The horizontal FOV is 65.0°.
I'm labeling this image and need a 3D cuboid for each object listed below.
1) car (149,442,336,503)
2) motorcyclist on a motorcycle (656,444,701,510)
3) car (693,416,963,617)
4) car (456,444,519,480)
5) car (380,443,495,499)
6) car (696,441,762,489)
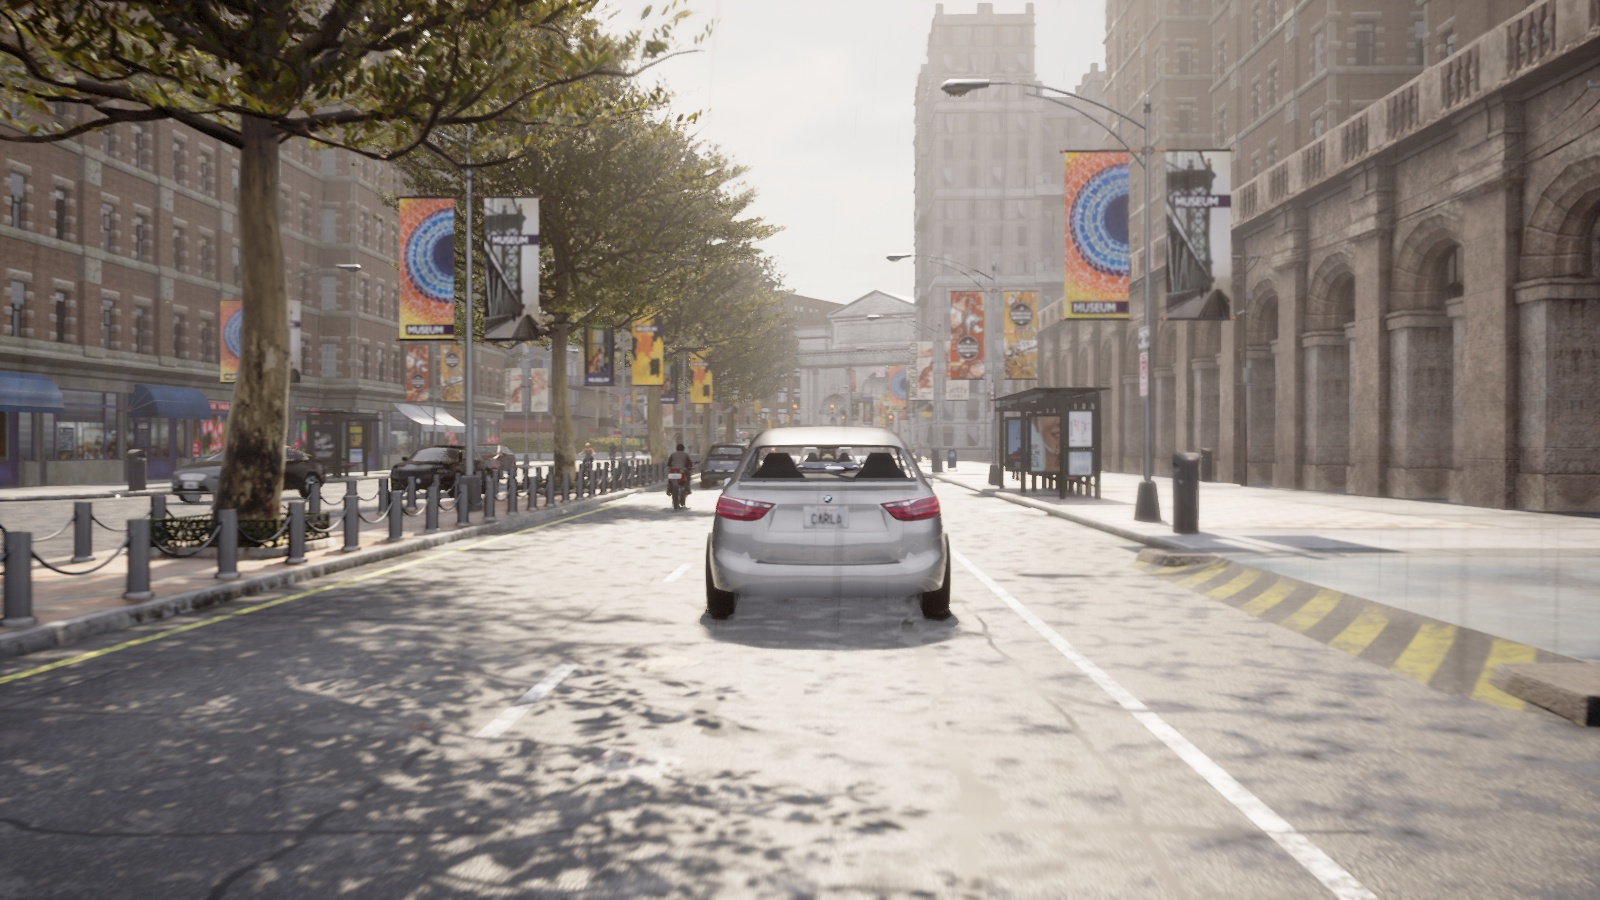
[{"bbox_3d":[-14.887,0.558,33.908,2.128,1.511,4.902,0,0,12],"label":"car"},{"bbox_3d":[-2.857,0.611,29.699,0.797,1.523,2.044,0,0,1],"label":"motorcyclist on a motorcycle"},{"bbox_3d":[0.277,0.542,12.745,2.242,1.667,4.611,0,0,1],"label":"car"},{"bbox_3d":[-13.790,0.497,55.636,1.789,1.549,3.705,0,0,1],"label":"car"},{"bbox_3d":[-10.682,0.569,37.401,1.882,1.535,5.008,0,0,2],"label":"car"},{"bbox_3d":[-2.506,0.497,45.582,2.033,1.649,4.856,0,0,1],"label":"car"}]
